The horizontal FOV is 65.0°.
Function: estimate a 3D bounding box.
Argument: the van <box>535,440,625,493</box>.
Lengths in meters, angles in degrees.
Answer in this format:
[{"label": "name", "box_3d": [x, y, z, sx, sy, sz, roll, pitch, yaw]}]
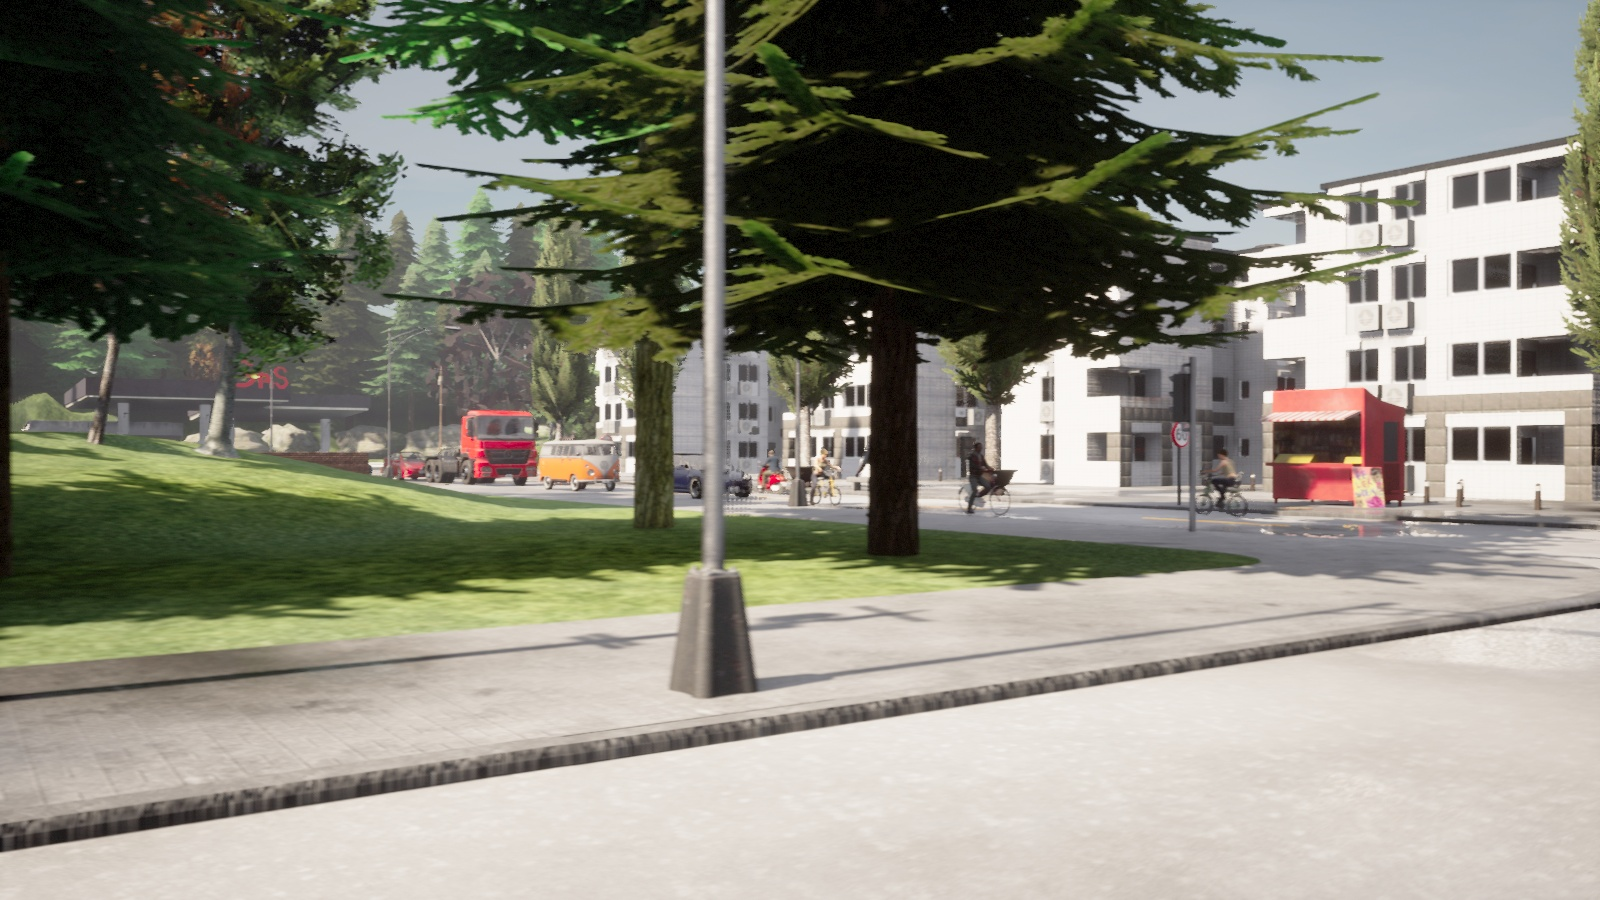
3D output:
[{"label": "van", "box_3d": [-8.674, 0.637, 49.268, 1.775, 1.987, 4.442, 0, 0, -35]}]

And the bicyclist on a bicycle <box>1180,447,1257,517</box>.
[{"label": "bicyclist on a bicycle", "box_3d": [9.863, 0.733, 29.631, 0.866, 1.612, 1.509, 0, 0, -35]}]

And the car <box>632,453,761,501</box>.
[{"label": "car", "box_3d": [-3.506, 0.855, 41.830, 2.163, 1.488, 4.792, 0, 0, -35]}]

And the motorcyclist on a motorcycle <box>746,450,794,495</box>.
[{"label": "motorcyclist on a motorcycle", "box_3d": [-1.103, 0.812, 45.382, 0.866, 1.590, 1.817, 0, 0, -35]}]

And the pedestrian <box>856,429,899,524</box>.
[{"label": "pedestrian", "box_3d": [1.534, 0.512, 24.942, 0.540, 1.848, 0.694, 0, 0, -33]}]

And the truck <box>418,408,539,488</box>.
[{"label": "truck", "box_3d": [-15.083, -0.062, 58.492, 2.891, 3.462, 7.936, 0, 0, -35]}]

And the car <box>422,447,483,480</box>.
[{"label": "car", "box_3d": [-20.176, 0.783, 72.796, 1.932, 1.855, 4.605, 0, 0, -35]}]

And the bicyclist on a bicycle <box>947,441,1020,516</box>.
[{"label": "bicyclist on a bicycle", "box_3d": [4.436, 0.681, 30.453, 0.659, 1.776, 1.843, 0, 0, -34]}]

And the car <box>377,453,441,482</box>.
[{"label": "car", "box_3d": [-20.842, 0.899, 66.811, 2.007, 1.525, 4.514, 0, 0, -35]}]

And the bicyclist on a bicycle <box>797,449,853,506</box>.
[{"label": "bicyclist on a bicycle", "box_3d": [0.695, 0.768, 35.797, 0.866, 1.612, 1.509, 0, 0, -35]}]
